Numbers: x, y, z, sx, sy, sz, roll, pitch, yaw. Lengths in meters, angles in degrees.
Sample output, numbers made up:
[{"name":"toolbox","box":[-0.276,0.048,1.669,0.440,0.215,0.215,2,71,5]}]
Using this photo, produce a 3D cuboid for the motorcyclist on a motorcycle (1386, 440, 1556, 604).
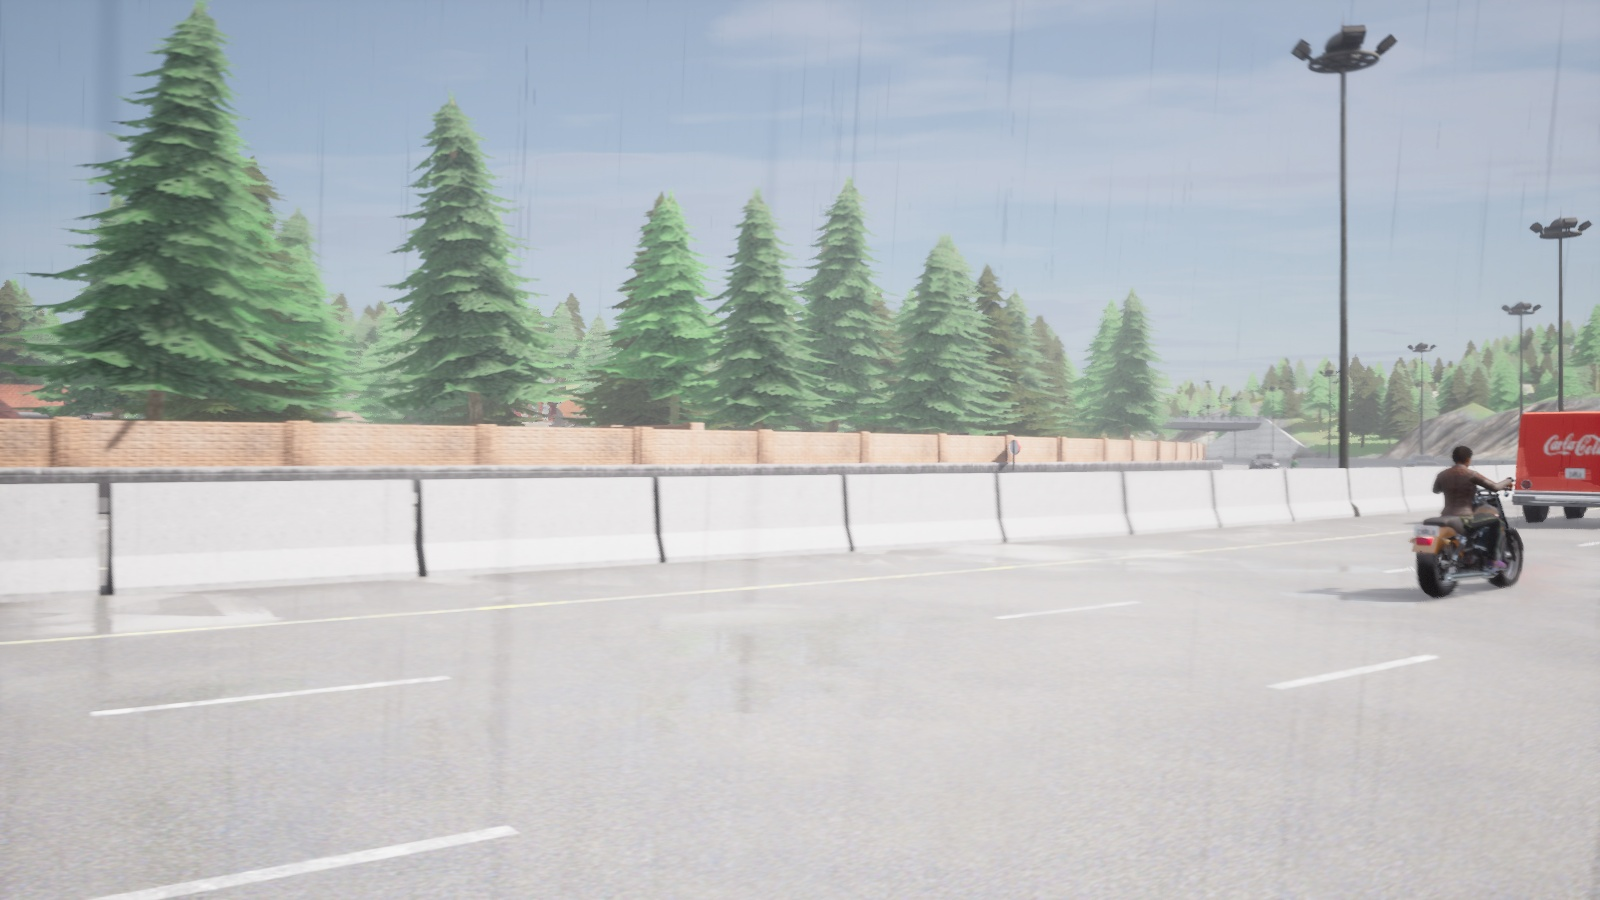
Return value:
[{"name":"motorcyclist on a motorcycle","box":[7.328,0.731,13.662,2.350,1.649,0.766,0,-1,-39]}]

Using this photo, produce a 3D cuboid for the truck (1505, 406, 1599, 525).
[{"name":"truck","box":[18.143,0.322,28.328,2.627,2.467,5.204,0,0,44]}]
